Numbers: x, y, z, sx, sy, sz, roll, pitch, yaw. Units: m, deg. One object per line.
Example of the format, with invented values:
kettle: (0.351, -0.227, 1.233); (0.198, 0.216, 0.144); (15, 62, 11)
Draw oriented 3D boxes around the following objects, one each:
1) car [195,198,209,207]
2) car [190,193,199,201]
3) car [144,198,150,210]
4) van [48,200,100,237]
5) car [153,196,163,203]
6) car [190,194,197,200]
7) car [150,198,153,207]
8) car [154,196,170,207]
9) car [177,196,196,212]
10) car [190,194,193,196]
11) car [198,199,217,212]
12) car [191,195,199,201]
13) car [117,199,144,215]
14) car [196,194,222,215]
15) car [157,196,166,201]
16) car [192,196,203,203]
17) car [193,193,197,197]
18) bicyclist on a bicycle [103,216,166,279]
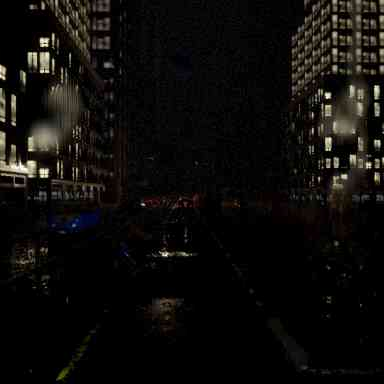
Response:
car: (1.525, 1.566, 50.941); (1.947, 1.339, 4.313); (0, 0, -1)
car: (0.612, 1.310, 89.705); (2.192, 1.841, 5.009); (0, 0, -1)
car: (-6.593, 1.552, 39.667); (2.008, 1.369, 4.403); (0, 0, -1)
van: (-6.069, 1.342, 17.516); (1.690, 1.788, 3.998); (0, 0, -1)
car: (-7.376, 1.580, 72.894); (1.802, 1.307, 4.206); (0, 0, -1)
car: (0.480, 1.434, 95.243); (1.967, 1.590, 4.097); (0, 0, -1)
car: (-6.853, 1.582, 50.743); (1.802, 1.307, 4.206); (0, 0, -1)
car: (-4.260, 1.506, 50.614); (1.837, 1.490, 4.892); (0, 0, -1)
car: (-0.772, 1.548, 38.339); (2.033, 1.411, 5.357); (0, 0, -1)
car: (-1.018, 1.478, 48.659); (1.882, 1.535, 5.008); (0, 0, -1)
car: (1.785, 1.546, 39.865); (1.887, 1.381, 4.507); (0, 0, -1)
car: (0.741, 1.562, 84.168); (1.947, 1.339, 4.313); (0, 0, -1)
car: (-6.462, 1.567, 34.129); (1.947, 1.339, 4.313); (0, 0, -1)
car: (1.917, 1.316, 34.327); (2.192, 1.841, 5.009); (0, 0, -1)
car: (-7.637, 1.578, 83.970); (1.802, 1.307, 4.206); (0, 0, -1)
car: (1.133, 1.549, 67.555); (2.008, 1.369, 4.403); (0, 0, -1)
car: (1.656, 1.316, 45.404); (2.192, 1.841, 5.009); (0, 0, -1)
bicyclist on a bicycle: (-1.512, 1.454, 8.665); (1.656, 1.620, 0.582); (-1, 0, -1)
